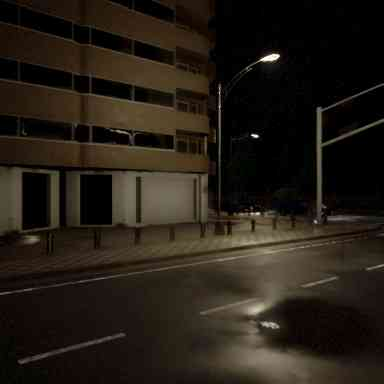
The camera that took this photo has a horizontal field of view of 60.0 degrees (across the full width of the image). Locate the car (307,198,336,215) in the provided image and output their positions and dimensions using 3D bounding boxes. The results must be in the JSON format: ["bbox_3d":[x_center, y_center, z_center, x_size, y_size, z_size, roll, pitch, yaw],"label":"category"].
[{"bbox_3d":[12.192,1.407,33.819,2.097,1.767,4.553,0,0,-36],"label":"car"}]

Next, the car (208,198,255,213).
[{"bbox_3d":[4.388,1.603,38.653,2.033,1.411,5.357,0,0,-36],"label":"car"}]

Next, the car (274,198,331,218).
[{"bbox_3d":[10.013,1.581,30.886,1.812,1.442,4.674,0,0,-37],"label":"car"}]

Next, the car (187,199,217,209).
[{"bbox_3d":[1.465,1.656,48.701,1.895,1.301,4.718,0,0,-36],"label":"car"}]

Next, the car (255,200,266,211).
[{"bbox_3d":[6.946,1.560,41.091,1.837,1.490,4.892,0,0,-36],"label":"car"}]

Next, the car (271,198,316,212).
[{"bbox_3d":[12.177,1.533,40.148,1.882,1.535,5.008,0,0,-36],"label":"car"}]
